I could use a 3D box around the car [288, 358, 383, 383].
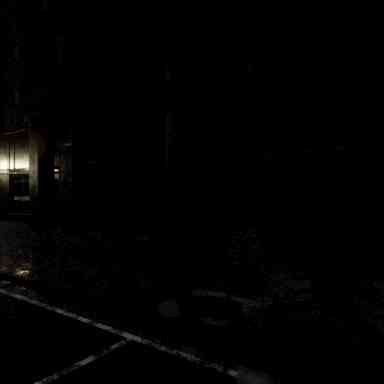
[{"bbox_3d":[2.462,1.545,1.209,4.507,1.381,1.887,0,0,36],"label":"car"}]
